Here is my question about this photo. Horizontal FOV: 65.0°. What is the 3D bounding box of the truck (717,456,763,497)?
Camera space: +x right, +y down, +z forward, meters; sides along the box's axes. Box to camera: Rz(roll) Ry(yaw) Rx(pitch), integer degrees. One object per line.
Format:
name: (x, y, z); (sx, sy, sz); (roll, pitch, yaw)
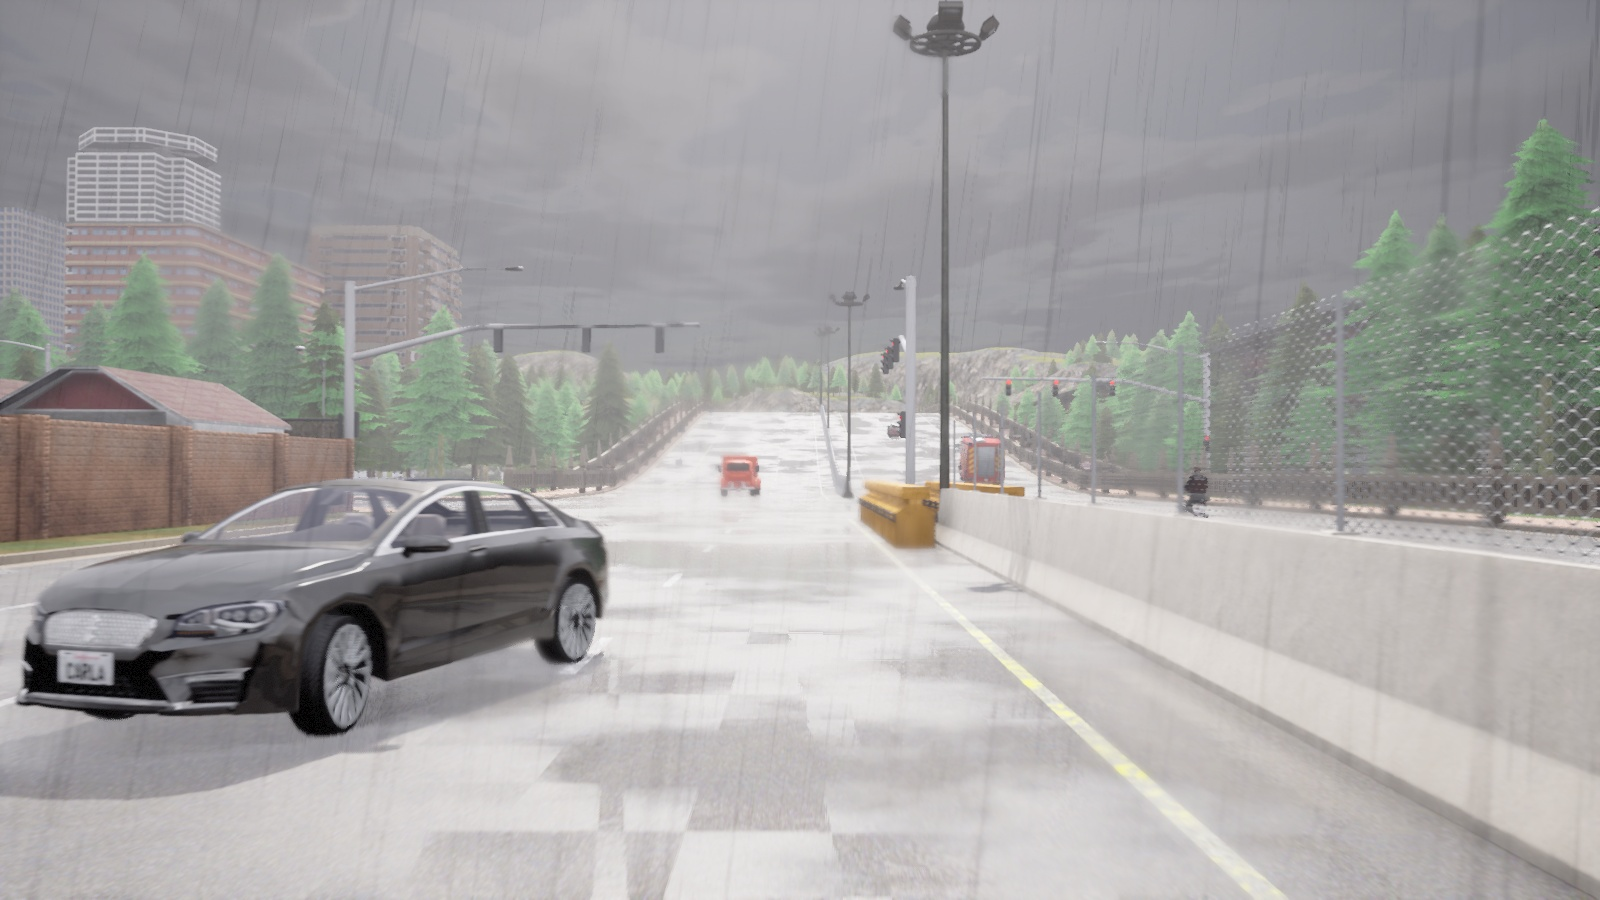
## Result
truck: (-3.698, 1.639, 77.980); (2.627, 2.467, 5.204); (0, -1, 0)

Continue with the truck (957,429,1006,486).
truck: (13.912, 0.499, 96.839); (2.891, 3.827, 8.468); (0, 3, 3)

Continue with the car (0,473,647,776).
car: (-3.090, 0.934, 8.964); (2.128, 1.511, 4.902); (-1, -1, 17)
